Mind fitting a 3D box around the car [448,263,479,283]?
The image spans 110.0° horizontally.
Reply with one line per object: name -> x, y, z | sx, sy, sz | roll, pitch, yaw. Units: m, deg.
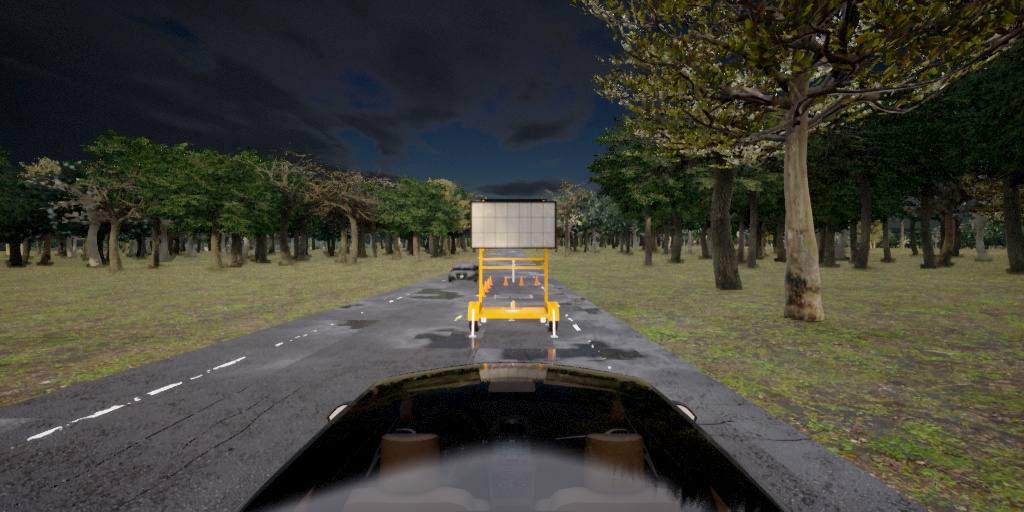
car -> -3.392, 1.174, 26.145 | 1.994, 1.385, 4.181 | 0, 1, 0

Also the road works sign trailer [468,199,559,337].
road works sign trailer -> 0.042, 0.198, 10.177 | 2.380, 3.560, 2.880 | 0, 0, 0
